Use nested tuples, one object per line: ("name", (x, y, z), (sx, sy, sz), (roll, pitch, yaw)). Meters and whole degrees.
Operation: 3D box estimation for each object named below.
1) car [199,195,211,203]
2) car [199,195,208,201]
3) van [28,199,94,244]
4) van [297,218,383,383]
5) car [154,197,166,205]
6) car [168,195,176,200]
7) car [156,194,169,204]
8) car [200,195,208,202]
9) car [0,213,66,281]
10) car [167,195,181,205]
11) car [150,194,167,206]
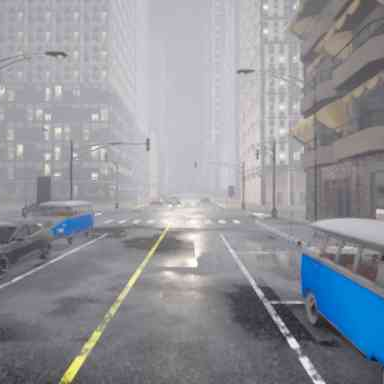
("car", (2.716, 1.520, 64.688), (1.802, 1.307, 4.206), (1, 0, 0))
("car", (2.721, 1.488, 81.421), (1.947, 1.339, 4.313), (1, 0, 0))
("van", (-5.805, 1.326, 15.412), (1.690, 1.788, 3.998), (1, 0, 0))
("van", (2.709, 1.337, 4.381), (1.690, 1.788, 3.998), (1, 0, 0))
("car", (-5.665, 1.525, 59.053), (1.802, 1.307, 4.206), (1, 0, 0))
("car", (-5.657, 1.456, 92.504), (1.887, 1.381, 4.507), (1, 0, 0))
("car", (-5.658, 1.253, 64.628), (2.192, 1.841, 5.009), (1, 0, 0))
("car", (2.721, 1.452, 76.014), (1.752, 1.417, 4.829), (1, 0, 0))
("car", (-5.641, 1.557, 9.870), (1.947, 1.339, 4.313), (1, 0, 0))
("car", (-2.988, 1.504, 57.536), (1.812, 1.442, 4.674), (0, 1, 0))
("car", (-5.663, 1.388, 53.478), (1.967, 1.590, 4.097), (1, 0, 0))
